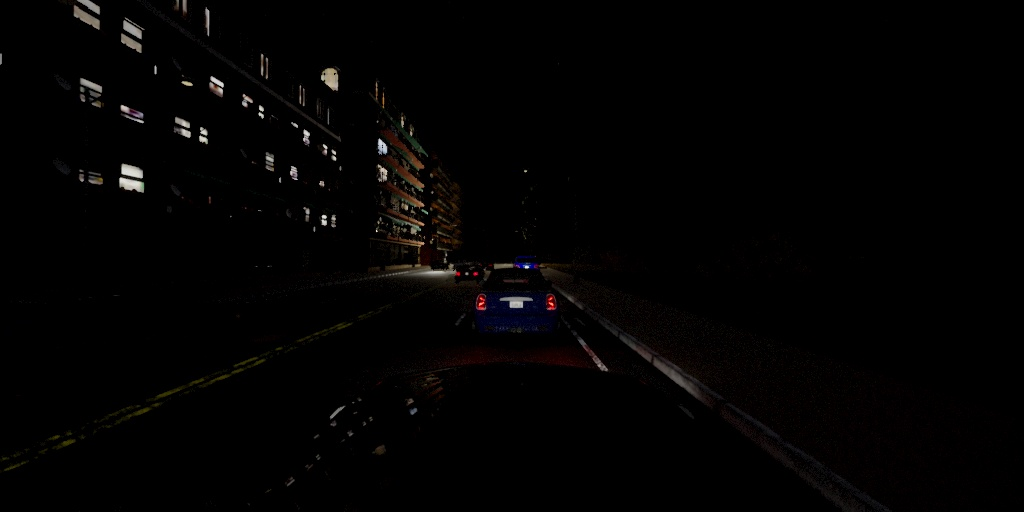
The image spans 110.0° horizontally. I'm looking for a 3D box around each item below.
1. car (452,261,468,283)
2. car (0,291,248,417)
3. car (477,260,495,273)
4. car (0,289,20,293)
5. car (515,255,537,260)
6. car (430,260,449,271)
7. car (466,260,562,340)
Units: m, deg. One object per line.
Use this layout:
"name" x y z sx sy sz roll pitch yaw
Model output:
"car" -3.150 1.297 27.479 2.033 1.411 5.357 0 0 0
"car" -6.601 1.297 5.289 2.033 1.411 5.357 0 0 0
"car" -3.145 1.273 44.443 1.812 1.442 4.674 0 0 0
"car" -9.849 1.228 5.501 1.882 1.535 5.008 0 0 0
"car" 1.139 0.975 30.076 2.150 2.045 5.566 0 0 0
"car" -9.843 1.238 49.086 2.128 1.511 4.902 0 0 0
"car" 0.099 1.102 10.122 2.097 1.767 4.553 0 0 0
